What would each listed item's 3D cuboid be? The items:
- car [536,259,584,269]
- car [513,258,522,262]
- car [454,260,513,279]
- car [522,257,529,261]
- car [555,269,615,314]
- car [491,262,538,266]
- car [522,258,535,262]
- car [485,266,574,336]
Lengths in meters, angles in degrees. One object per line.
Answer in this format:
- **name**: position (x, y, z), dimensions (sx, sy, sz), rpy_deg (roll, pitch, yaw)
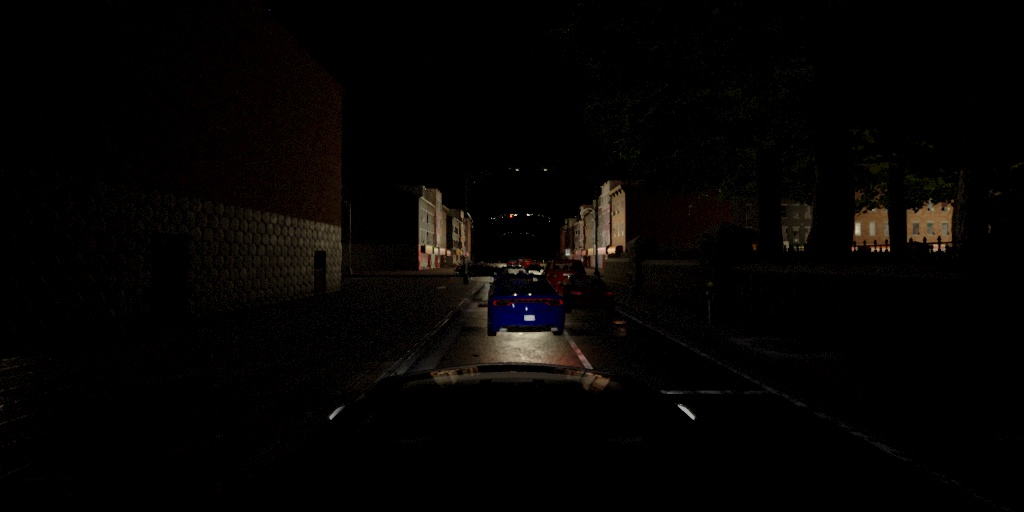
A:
- **car**: position (2.650, 1.071, 18.960), dimensions (2.192, 1.841, 5.009), rpy_deg (0, 0, 0)
- **car**: position (0.142, 1.328, 60.386), dimensions (2.128, 1.511, 4.902), rpy_deg (0, 0, 0)
- **car**: position (-2.808, 1.272, 32.395), dimensions (4.902, 1.511, 2.128), rpy_deg (0, 0, -27)
- **car**: position (2.680, 1.386, 61.701), dimensions (1.888, 1.381, 4.507), rpy_deg (0, 0, 0)
- **car**: position (2.646, 1.335, 13.511), dimensions (1.802, 1.307, 4.207), rpy_deg (0, 0, 0)
- **car**: position (0.081, 1.234, 18.007), dimensions (1.882, 1.535, 5.008), rpy_deg (0, 0, 1)
- **car**: position (2.668, 1.343, 45.389), dimensions (1.888, 1.381, 4.507), rpy_deg (0, 0, 0)
- **car**: position (0.232, 1.229, 10.466), dimensions (1.882, 1.535, 5.008), rpy_deg (0, 0, -4)
